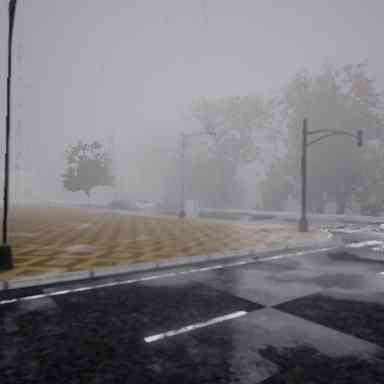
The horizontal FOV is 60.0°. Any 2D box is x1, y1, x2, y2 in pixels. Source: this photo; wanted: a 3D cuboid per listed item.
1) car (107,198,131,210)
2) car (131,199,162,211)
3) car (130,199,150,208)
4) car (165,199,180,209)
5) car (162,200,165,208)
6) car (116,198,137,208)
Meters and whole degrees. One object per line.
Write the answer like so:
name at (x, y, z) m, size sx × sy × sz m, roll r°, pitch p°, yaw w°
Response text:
car at (-10.941, 2.014, 49.600) m, size 1.895 × 1.301 × 4.718 m, roll 1°, pitch -1°, yaw -35°
car at (-6.877, 1.985, 49.499) m, size 1.812 × 1.442 × 4.674 m, roll 1°, pitch -1°, yaw -35°
car at (-10.366, 2.236, 65.572) m, size 1.837 × 1.490 × 4.892 m, roll 1°, pitch -1°, yaw -36°
car at (-4.000, 1.986, 56.832) m, size 2.097 × 1.767 × 4.553 m, roll 1°, pitch -1°, yaw -35°
car at (-6.976, 2.173, 55.400) m, size 1.895 × 1.301 × 4.718 m, roll 1°, pitch -1°, yaw -35°
car at (-12.495, 2.007, 62.974) m, size 2.097 × 1.767 × 4.553 m, roll 1°, pitch -1°, yaw -36°
